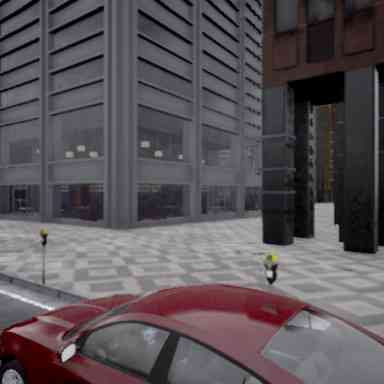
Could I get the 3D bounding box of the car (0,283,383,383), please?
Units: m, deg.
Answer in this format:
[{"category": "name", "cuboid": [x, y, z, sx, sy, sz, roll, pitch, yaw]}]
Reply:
[{"category": "car", "cuboid": [-0.008, 1.547, 2.966, 4.507, 1.381, 1.887, 0, 0, 36]}]
